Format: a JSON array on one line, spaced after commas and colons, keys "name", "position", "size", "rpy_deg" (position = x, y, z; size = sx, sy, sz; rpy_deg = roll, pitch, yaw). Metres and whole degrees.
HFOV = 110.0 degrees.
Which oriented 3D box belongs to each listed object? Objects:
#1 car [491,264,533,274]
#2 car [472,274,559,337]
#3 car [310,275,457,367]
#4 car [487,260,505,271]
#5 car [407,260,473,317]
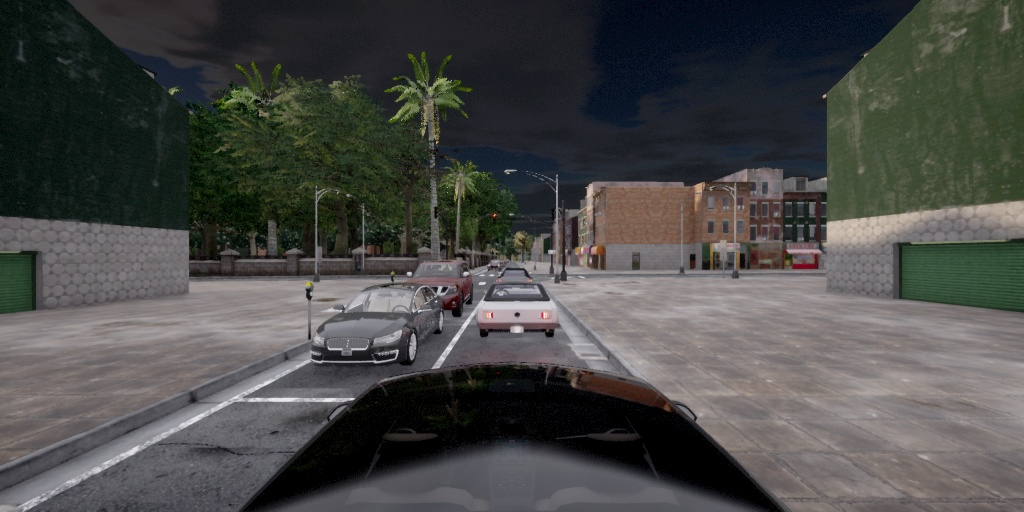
[{"name": "car", "position": [0.163, 1.324, 19.396], "size": [1.994, 1.385, 4.181], "rpy_deg": [0, 0, 2]}, {"name": "car", "position": [0.126, 1.352, 10.224], "size": [1.895, 1.301, 4.718], "rpy_deg": [0, 0, 0]}, {"name": "car", "position": [-2.619, 1.301, 7.883], "size": [2.007, 1.370, 4.403], "rpy_deg": [0, 0, 0]}, {"name": "car", "position": [-2.480, 1.292, 51.493], "size": [1.967, 1.591, 4.097], "rpy_deg": [0, 0, 0]}, {"name": "car", "position": [-2.602, 1.068, 13.346], "size": [2.192, 1.841, 5.009], "rpy_deg": [0, 0, 0]}]
